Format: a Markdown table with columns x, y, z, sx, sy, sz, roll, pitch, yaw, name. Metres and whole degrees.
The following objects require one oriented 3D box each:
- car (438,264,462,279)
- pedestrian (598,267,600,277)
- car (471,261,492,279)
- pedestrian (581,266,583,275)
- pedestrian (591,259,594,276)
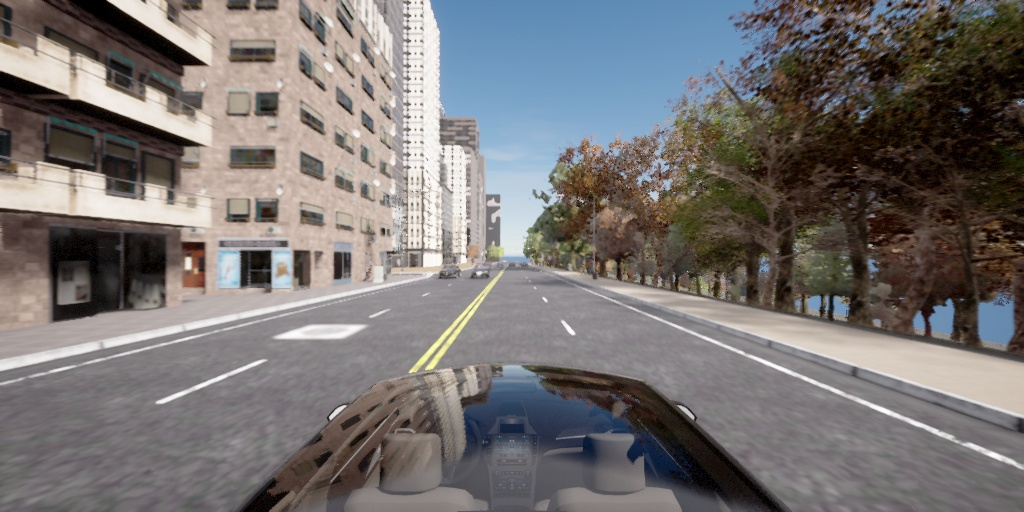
| x | y | z | sx | sy | sz | roll | pitch | yaw | name |
| --- | --- | --- | --- | --- | --- | --- | --- | --- | --- |
| -6.505 | 1.625 | 37.965 | 1.837 | 1.490 | 4.892 | 0 | -1 | 0 | car |
| 9.903 | 1.813 | 40.533 | 0.500 | 1.100 | 0.500 | 0 | 0 | 0 | pedestrian |
| -3.253 | 1.608 | 38.149 | 2.128 | 1.511 | 4.902 | 0 | -1 | 0 | car |
| 8.007 | 1.661 | 41.133 | 0.500 | 1.100 | 0.500 | 0 | 0 | 0 | pedestrian |
| 9.000 | 1.269 | 39.933 | 0.375 | 1.860 | 0.375 | 0 | 0 | 0 | pedestrian |
